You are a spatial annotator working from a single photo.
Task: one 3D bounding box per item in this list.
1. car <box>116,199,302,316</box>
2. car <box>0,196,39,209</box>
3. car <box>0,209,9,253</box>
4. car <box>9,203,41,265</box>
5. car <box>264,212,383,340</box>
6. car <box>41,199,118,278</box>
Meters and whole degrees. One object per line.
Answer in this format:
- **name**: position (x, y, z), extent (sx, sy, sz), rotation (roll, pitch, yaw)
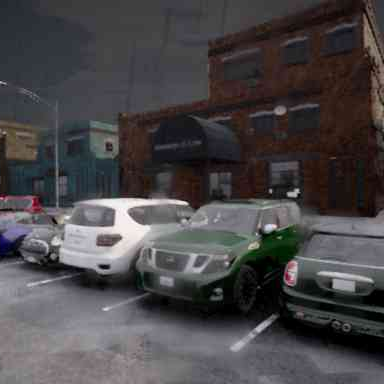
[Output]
- **car**: position (1.158, 1.220, 8.093), extent (2.435, 2.045, 5.566), rotation (0, 0, 35)
- **car**: position (-10.063, 1.222, 16.094), extent (2.435, 2.045, 5.566), rotation (0, 0, 35)
- **car**: position (-5.543, 1.489, 12.942), extent (2.163, 1.488, 4.792), rotation (0, 0, 35)
- **car**: position (-3.296, 1.334, 11.342), extent (2.185, 1.767, 4.553), rotation (0, 0, 35)
- **car**: position (3.401, 1.352, 6.490), extent (2.185, 1.767, 4.553), rotation (0, 0, 35)
- **car**: position (-1.054, 1.214, 9.740), extent (2.435, 2.045, 5.566), rotation (0, 0, 35)
